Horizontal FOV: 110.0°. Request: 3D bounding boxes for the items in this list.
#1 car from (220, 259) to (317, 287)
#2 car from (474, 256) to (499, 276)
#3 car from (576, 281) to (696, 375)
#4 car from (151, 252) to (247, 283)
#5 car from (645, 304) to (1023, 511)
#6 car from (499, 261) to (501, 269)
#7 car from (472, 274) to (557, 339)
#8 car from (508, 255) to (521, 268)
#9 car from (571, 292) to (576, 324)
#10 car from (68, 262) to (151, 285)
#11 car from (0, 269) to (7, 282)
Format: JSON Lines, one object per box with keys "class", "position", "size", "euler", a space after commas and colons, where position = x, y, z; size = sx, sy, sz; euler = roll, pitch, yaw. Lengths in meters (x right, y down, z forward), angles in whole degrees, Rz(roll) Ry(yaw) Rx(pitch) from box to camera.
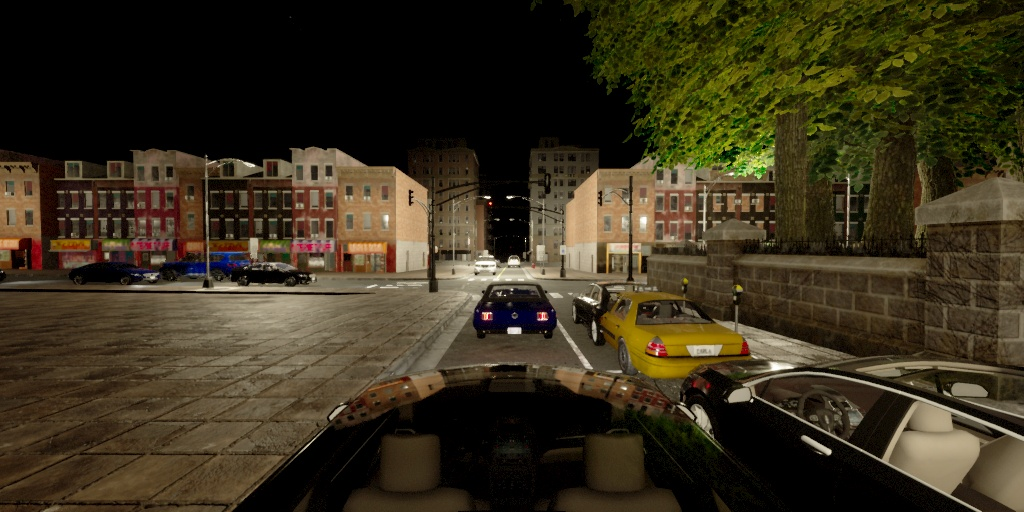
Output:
{"class": "car", "position": [-15.034, 1.160, 22.721], "size": [4.902, 1.511, 2.128], "euler": [1, 1, 0]}
{"class": "car", "position": [-2.795, 0.983, 38.304], "size": [2.150, 2.045, 5.566], "euler": [0, 0, -2]}
{"class": "car", "position": [2.684, 1.274, 7.288], "size": [1.751, 1.417, 4.829], "euler": [0, 0, 0]}
{"class": "car", "position": [-21.813, 0.752, 25.623], "size": [5.566, 2.045, 2.150], "euler": [1, 1, 1]}
{"class": "car", "position": [2.637, 1.300, 2.127], "size": [2.007, 1.370, 4.403], "euler": [0, 0, 0]}
{"class": "car", "position": [-2.611, 1.328, 56.229], "size": [2.033, 1.411, 5.357], "euler": [0, 0, 1]}
{"class": "car", "position": [0.072, 1.349, 10.066], "size": [1.895, 1.301, 4.718], "euler": [0, 0, 0]}
{"class": "car", "position": [0.380, 1.012, 63.734], "size": [2.150, 2.045, 5.566], "euler": [0, 0, 0]}
{"class": "car", "position": [2.658, 1.299, 9.262], "size": [2.007, 1.370, 4.403], "euler": [0, 0, 0]}
{"class": "car", "position": [-25.140, 1.083, 22.741], "size": [4.674, 1.442, 1.812], "euler": [1, 1, 0]}
{"class": "car", "position": [-35.283, 0.969, 22.769], "size": [4.674, 1.442, 1.812], "euler": [1, 1, 1]}
